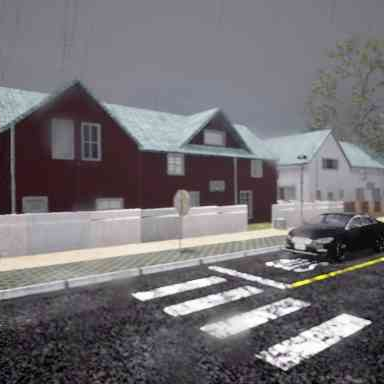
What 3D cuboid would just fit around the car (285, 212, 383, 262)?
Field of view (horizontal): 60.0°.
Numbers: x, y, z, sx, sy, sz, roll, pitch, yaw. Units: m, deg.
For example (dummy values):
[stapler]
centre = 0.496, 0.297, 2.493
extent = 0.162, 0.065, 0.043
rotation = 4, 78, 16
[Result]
[car]
centre = 5.416, 1.509, 12.282
extent = 4.902, 1.511, 2.128
rotation = 0, 0, -38
